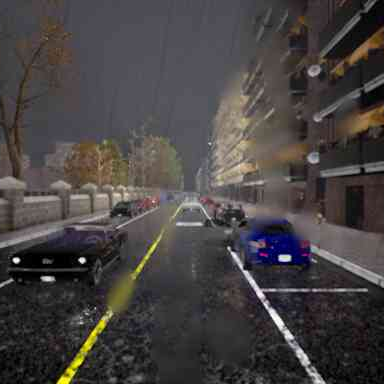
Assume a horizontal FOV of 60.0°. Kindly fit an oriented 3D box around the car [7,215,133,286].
[{"bbox_3d":[-3.121,1.567,9.403,1.895,1.301,4.718,0,0,0],"label":"car"}]

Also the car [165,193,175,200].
[{"bbox_3d":[-5.933,1.076,90.638,2.192,1.841,5.009,0,0,0],"label":"car"}]

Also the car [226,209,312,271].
[{"bbox_3d":[2.327,1.488,10.657,1.812,1.442,4.674,0,0,0],"label":"car"}]

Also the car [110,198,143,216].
[{"bbox_3d":[-5.763,1.464,28.708,1.947,1.339,4.313,0,0,0],"label":"car"}]

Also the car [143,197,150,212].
[{"bbox_3d":[-5.779,1.460,34.339,1.802,1.307,4.206,0,0,0],"label":"car"}]

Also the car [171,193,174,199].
[{"bbox_3d":[-5.903,1.345,79.378,1.947,1.339,4.313,0,0,0],"label":"car"}]

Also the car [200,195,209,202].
[{"bbox_3d":[2.508,1.383,68.141,1.802,1.307,4.206,0,0,0],"label":"car"}]

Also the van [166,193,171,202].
[{"bbox_3d":[-5.872,1.142,68.117,1.690,1.788,3.998,0,0,0],"label":"van"}]

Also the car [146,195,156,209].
[{"bbox_3d":[-5.794,1.405,39.967,1.887,1.381,4.507,0,0,0],"label":"car"}]

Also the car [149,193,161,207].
[{"bbox_3d":[-5.809,1.288,45.595,1.967,1.590,4.097,0,0,0],"label":"car"}]

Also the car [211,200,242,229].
[{"bbox_3d":[2.632,1.469,23.100,2.008,1.369,4.403,0,0,0],"label":"car"}]

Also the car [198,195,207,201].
[{"bbox_3d":[2.477,1.345,79.402,1.947,1.339,4.313,0,0,0],"label":"car"}]

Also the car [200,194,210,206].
[{"bbox_3d":[2.555,1.418,51.249,1.802,1.307,4.206,0,0,0],"label":"car"}]

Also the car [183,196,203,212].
[{"bbox_3d":[-0.037,1.471,36.863,1.895,1.301,4.718,0,0,0],"label":"car"}]

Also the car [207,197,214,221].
[{"bbox_3d":[2.617,1.443,28.730,1.887,1.381,4.507,0,0,0],"label":"car"}]

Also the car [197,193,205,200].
[{"bbox_3d":[2.447,1.201,90.661,1.967,1.590,4.097,0,0,0],"label":"car"}]

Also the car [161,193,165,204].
[{"bbox_3d":[-5.826,1.151,51.225,2.192,1.841,5.009,0,0,0],"label":"car"}]
